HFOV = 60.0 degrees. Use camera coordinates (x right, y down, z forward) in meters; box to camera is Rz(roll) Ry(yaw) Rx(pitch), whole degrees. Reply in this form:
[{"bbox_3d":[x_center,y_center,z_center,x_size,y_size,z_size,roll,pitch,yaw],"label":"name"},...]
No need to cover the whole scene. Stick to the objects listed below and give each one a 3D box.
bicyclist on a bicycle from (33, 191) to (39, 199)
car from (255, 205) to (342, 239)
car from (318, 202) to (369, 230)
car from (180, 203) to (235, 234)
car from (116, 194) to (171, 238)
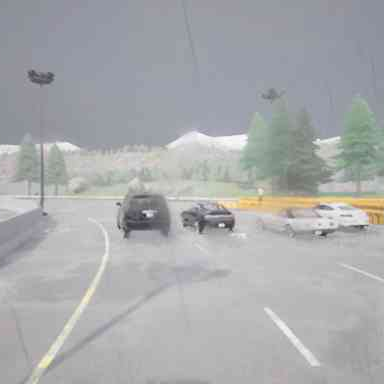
[{"bbox_3d":[-32.580,0.585,69.662,0.582,1.620,1.656,1,-20,21],"label":"bicyclist on a bicycle"},{"bbox_3d":[4.914,1.435,16.529,1.895,1.301,4.718,-1,1,-15],"label":"car"},{"bbox_3d":[7.854,1.315,18.894,1.812,1.442,4.674,0,1,-15],"label":"car"},{"bbox_3d":[0.693,1.330,18.085,2.128,1.511,4.902,0,1,-17],"label":"car"},{"bbox_3d":[-2.633,1.089,17.249,2.150,2.045,5.566,0,1,-17],"label":"car"}]
